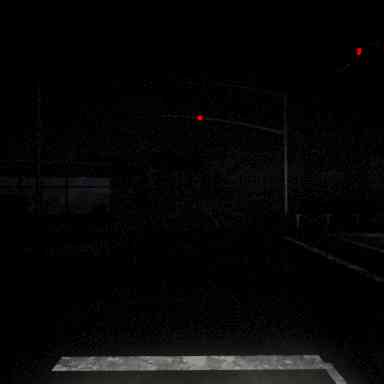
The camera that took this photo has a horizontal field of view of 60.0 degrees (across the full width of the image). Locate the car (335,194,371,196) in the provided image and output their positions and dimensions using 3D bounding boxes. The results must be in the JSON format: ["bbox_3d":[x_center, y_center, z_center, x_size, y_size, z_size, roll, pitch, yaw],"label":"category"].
[{"bbox_3d":[20.636,1.320,43.223,3.633,1.501,1.845,0,0,0],"label":"car"}]

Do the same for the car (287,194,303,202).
[{"bbox_3d":[21.306,1.097,65.675,4.605,1.855,1.932,0,0,0],"label":"car"}]

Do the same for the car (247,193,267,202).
[{"bbox_3d":[13.426,1.077,68.932,3.866,1.878,1.905,0,0,0],"label":"car"}]

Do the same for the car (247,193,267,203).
[{"bbox_3d":[12.827,1.361,65.605,3.806,1.475,1.970,0,0,0],"label":"car"}]

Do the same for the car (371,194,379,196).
[{"bbox_3d":[38.354,1.232,69.017,3.806,1.475,1.970,0,0,0],"label":"car"}]

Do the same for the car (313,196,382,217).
[{"bbox_3d":[13.070,1.339,28.212,4.514,1.523,2.007,0,0,0],"label":"car"}]

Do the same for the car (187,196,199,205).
[{"bbox_3d":[0.229,1.505,59.243,1.837,1.490,4.892,0,0,0],"label":"car"}]

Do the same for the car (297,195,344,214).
[{"bbox_3d":[13.006,1.330,31.348,5.027,1.636,2.152,0,0,0],"label":"car"}]

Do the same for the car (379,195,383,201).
[{"bbox_3d":[38.701,1.153,62.601,5.027,1.636,2.152,0,0,0],"label":"car"}]

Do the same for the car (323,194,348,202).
[{"bbox_3d":[31.291,1.298,72.653,4.514,1.523,2.007,0,0,0],"label":"car"}]

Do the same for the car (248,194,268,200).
[{"bbox_3d":[18.102,1.333,91.563,4.902,1.511,2.128,0,0,0],"label":"car"}]

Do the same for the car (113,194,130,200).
[{"bbox_3d":[-19.433,1.332,91.525,4.674,1.442,1.812,0,0,0],"label":"car"}]

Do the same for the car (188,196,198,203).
[{"bbox_3d":[0.249,1.547,69.629,2.033,1.411,5.357,0,0,0],"label":"car"}]
